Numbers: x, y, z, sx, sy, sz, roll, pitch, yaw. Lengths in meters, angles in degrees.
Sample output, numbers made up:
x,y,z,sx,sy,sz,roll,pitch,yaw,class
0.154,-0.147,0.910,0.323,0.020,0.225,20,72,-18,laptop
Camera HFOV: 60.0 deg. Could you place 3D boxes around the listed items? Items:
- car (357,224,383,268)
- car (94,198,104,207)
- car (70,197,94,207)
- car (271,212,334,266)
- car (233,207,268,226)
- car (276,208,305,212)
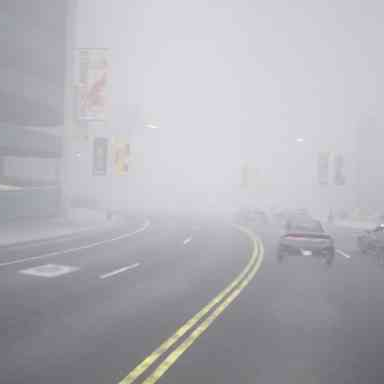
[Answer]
x,y,z,sx,sy,sz,roll,pitch,yaw,class
7.700,1.918,12.467,1.812,1.442,4.674,2,0,13,car
-16.705,1.659,54.817,4.902,1.511,2.128,1,-1,31,car
-18.075,1.591,51.569,4.892,1.490,1.837,1,-1,32,car
4.243,1.785,12.995,2.128,1.511,4.902,2,-1,14,car
4.930,1.998,28.491,2.128,1.511,4.902,2,-1,-8,car
8.437,2.108,28.616,2.128,1.511,4.902,2,-1,-8,car
